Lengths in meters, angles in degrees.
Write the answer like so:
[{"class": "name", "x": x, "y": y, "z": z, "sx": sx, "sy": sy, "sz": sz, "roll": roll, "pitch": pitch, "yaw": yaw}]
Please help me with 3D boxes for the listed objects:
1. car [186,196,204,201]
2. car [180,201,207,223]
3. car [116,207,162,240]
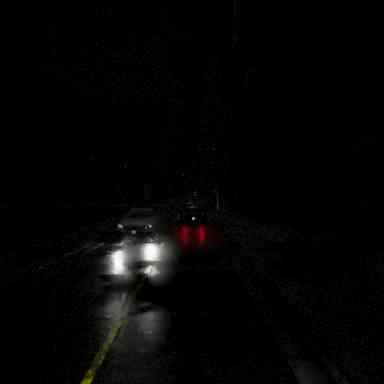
[{"class": "car", "x": -0.013, "y": 1.489, "z": 40.466, "sx": 2.128, "sy": 1.511, "sz": 4.902, "roll": 0, "pitch": 0, "yaw": -1}, {"class": "car", "x": 0.102, "y": 1.589, "z": 25.590, "sx": 1.895, "sy": 1.301, "sz": 4.718, "roll": 0, "pitch": 0, "yaw": 0}, {"class": "car", "x": -2.594, "y": 1.513, "z": 17.125, "sx": 1.812, "sy": 1.442, "sz": 4.674, "roll": 0, "pitch": 0, "yaw": 0}]
